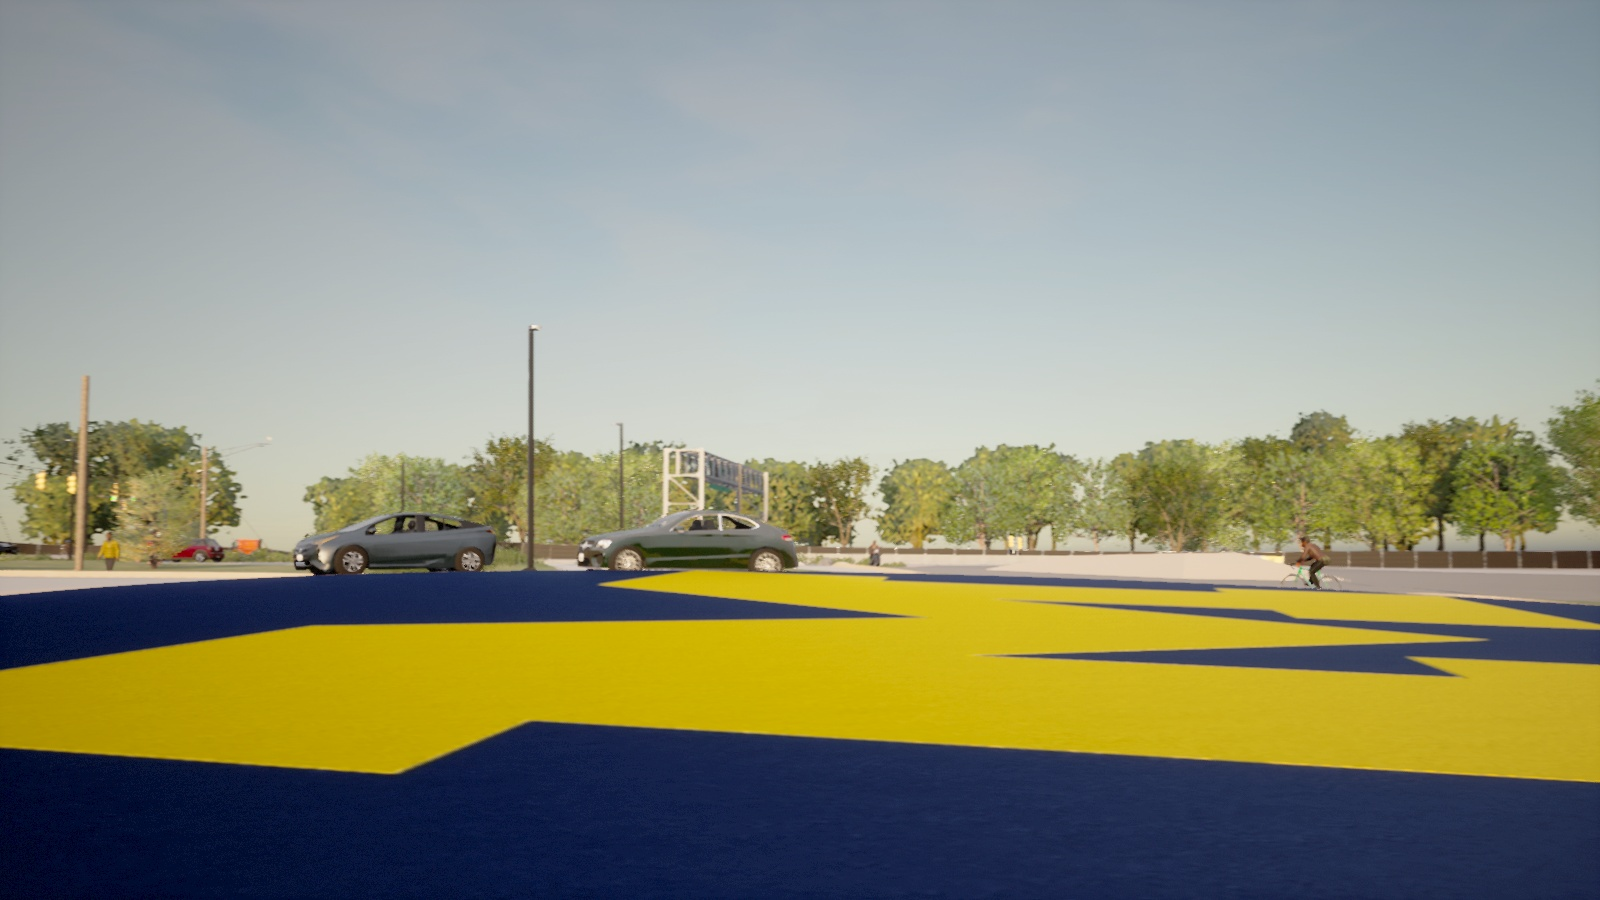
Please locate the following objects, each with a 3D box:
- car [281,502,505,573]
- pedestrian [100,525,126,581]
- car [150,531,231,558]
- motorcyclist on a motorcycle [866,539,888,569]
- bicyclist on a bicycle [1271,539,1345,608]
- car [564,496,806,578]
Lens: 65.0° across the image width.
[{"bbox_3d":[-9.473,2.112,29.436,4.514,1.525,2.007,5,-8,-39],"label":"car"},{"bbox_3d":[-23.044,3.462,42.131,0.431,1.840,0.709,-1,-5,2],"label":"pedestrian"},{"bbox_3d":[-41.640,6.483,85.855,4.553,1.767,2.097,0,-5,8],"label":"car"},{"bbox_3d":[4.388,5.923,71.671,0.766,1.649,2.350,2,-4,-7],"label":"motorcyclist on a motorcycle"},{"bbox_3d":[12.566,3.040,31.104,0.582,1.620,1.656,4,-4,-35],"label":"bicyclist on a bicycle"},{"bbox_3d":[-2.622,2.015,28.762,5.027,1.651,2.152,4,-5,-24],"label":"car"}]
